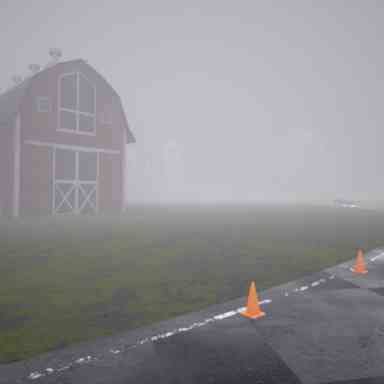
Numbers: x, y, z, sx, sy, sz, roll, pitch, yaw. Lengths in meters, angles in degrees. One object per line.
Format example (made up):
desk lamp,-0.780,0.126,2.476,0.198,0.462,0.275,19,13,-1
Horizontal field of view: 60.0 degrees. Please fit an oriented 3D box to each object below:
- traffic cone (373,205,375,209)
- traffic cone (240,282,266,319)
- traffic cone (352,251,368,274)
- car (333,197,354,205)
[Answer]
traffic cone,23.242,1.894,42.493,0.340,0.580,0.340,1,0,12
traffic cone,1.120,1.950,6.105,0.340,0.580,0.340,0,0,-40
traffic cone,4.708,1.944,9.320,0.340,0.580,0.340,0,0,-44
car,25.861,1.527,56.843,1.994,1.385,4.181,1,0,0
